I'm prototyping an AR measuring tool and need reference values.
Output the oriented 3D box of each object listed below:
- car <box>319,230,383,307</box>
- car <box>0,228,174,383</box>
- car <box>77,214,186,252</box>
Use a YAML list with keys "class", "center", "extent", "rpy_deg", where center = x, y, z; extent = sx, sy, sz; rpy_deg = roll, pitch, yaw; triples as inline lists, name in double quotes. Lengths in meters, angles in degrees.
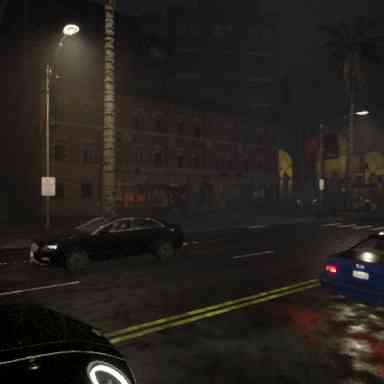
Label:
- class: "car"
  center: [5.093, 1.546, 7.473]
  extent: [5.357, 1.411, 2.033]
  rpy_deg: [0, 0, -36]
- class: "car"
  center: [-2.540, 1.353, 1.880]
  extent: [4.553, 1.767, 2.097]
  rpy_deg: [0, 0, -36]
- class: "car"
  center: [-2.512, 1.491, 10.802]
  extent: [4.902, 1.511, 2.128]
  rpy_deg: [0, 0, -36]
